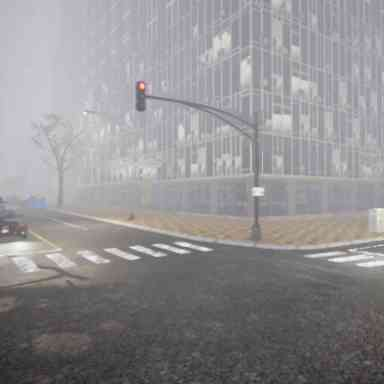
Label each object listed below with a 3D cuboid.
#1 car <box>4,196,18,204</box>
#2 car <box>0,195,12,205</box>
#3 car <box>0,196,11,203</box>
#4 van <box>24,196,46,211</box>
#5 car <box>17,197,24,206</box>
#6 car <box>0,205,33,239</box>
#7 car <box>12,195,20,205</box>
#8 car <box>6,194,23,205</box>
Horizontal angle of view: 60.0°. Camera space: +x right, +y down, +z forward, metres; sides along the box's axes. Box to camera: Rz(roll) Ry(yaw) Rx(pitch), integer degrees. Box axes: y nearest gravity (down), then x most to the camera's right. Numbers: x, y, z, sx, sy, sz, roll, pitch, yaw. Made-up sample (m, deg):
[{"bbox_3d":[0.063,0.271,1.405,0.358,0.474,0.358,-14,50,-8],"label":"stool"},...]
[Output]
[{"bbox_3d":[-35.372,1.502,64.861,1.967,1.590,4.097,1,-1,-34],"label":"car"},{"bbox_3d":[-15.368,1.242,25.211,2.150,2.045,5.566,0,0,-34],"label":"car"},{"bbox_3d":[-41.774,1.616,74.254,2.008,1.369,4.403,1,-1,-34],"label":"car"},{"bbox_3d":[-19.369,1.393,41.377,1.690,1.788,3.998,1,-1,-34],"label":"van"},{"bbox_3d":[-22.571,1.637,46.072,1.802,1.307,4.206,1,-1,-34],"label":"car"},{"bbox_3d":[-9.514,1.577,16.613,1.994,1.385,4.181,0,0,-34],"label":"car"},{"bbox_3d":[-28.972,1.641,55.467,1.802,1.307,4.206,1,-1,-34],"label":"car"},{"bbox_3d":[-32.170,1.375,60.165,2.192,1.841,5.009,1,-1,-34],"label":"car"}]
